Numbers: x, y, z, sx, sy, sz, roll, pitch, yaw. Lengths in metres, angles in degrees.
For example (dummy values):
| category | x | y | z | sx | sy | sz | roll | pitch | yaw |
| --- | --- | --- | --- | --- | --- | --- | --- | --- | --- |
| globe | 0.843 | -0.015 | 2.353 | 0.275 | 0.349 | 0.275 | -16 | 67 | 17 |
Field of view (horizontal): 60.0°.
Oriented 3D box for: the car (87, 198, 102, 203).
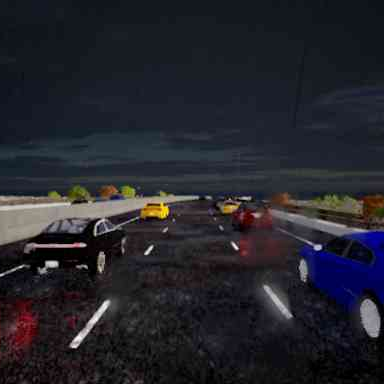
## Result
| category | x | y | z | sx | sy | sz | roll | pitch | yaw |
| --- | --- | --- | --- | --- | --- | --- | --- | --- | --- |
| car | -16.458 | 1.798 | 59.523 | 2.033 | 1.411 | 5.357 | 0 | 0 | 3 |

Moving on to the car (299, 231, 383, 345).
| category | x | y | z | sx | sy | sz | roll | pitch | yaw |
| --- | --- | --- | --- | --- | --- | --- | --- | --- | --- |
| car | 3.624 | 1.500 | 6.442 | 1.882 | 1.535 | 5.008 | 0 | -1 | 0 |

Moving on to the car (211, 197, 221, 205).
| category | x | y | z | sx | sy | sz | roll | pitch | yaw |
| --- | --- | --- | --- | --- | --- | --- | --- | --- | --- |
| car | 4.856 | 1.810 | 66.887 | 1.837 | 1.490 | 4.892 | 0 | 0 | 2 |

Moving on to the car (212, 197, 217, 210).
| category | x | y | z | sx | sy | sz | roll | pitch | yaw |
| --- | --- | --- | --- | --- | --- | --- | --- | --- | --- |
| car | 4.127 | 1.598 | 45.055 | 2.033 | 1.649 | 4.856 | 0 | 0 | 2 |

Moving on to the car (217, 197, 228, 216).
| category | x | y | z | sx | sy | sz | roll | pitch | yaw |
| --- | --- | --- | --- | --- | --- | --- | --- | --- | --- |
| car | 3.870 | 1.572 | 34.324 | 1.801 | 1.575 | 5.366 | 0 | 0 | 1 |

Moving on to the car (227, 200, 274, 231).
| category | x | y | z | sx | sy | sz | roll | pitch | yaw |
| --- | --- | --- | --- | --- | --- | --- | --- | --- | --- |
| car | 3.762 | 1.423 | 21.392 | 2.097 | 1.767 | 4.553 | 0 | 0 | 0 |

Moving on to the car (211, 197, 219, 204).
| category | x | y | z | sx | sy | sz | roll | pitch | yaw |
| --- | --- | --- | --- | --- | --- | --- | --- | --- | --- |
| car | 5.325 | 1.861 | 77.799 | 1.882 | 1.535 | 5.008 | 0 | 0 | 3 |

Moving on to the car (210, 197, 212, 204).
| category | x | y | z | sx | sy | sz | roll | pitch | yaw |
| --- | --- | --- | --- | --- | --- | --- | --- | --- | --- |
| car | 4.458 | 1.737 | 56.001 | 2.163 | 1.488 | 4.792 | 0 | 0 | 2 |

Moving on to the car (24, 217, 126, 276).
| category | x | y | z | sx | sy | sz | roll | pitch | yaw |
| --- | --- | --- | --- | --- | --- | --- | --- | --- | --- |
| car | -3.353 | 1.525 | 10.414 | 2.128 | 1.511 | 4.902 | 0 | 0 | 0 |

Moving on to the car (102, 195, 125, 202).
| category | x | y | z | sx | sy | sz | roll | pitch | yaw |
| --- | --- | --- | --- | --- | --- | --- | --- | --- | --- |
| car | -13.053 | 1.457 | 57.150 | 2.150 | 2.045 | 5.566 | 0 | 0 | 2 |

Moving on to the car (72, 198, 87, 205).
| category | x | y | z | sx | sy | sz | roll | pitch | yaw |
| --- | --- | --- | --- | --- | --- | --- | --- | --- | --- |
| car | -19.957 | 1.813 | 59.659 | 1.994 | 1.385 | 4.181 | 0 | 0 | 3 |

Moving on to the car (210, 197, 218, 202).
| category | x | y | z | sx | sy | sz | roll | pitch | yaw |
| --- | --- | --- | --- | --- | --- | --- | --- | --- | --- |
| car | 5.864 | 1.972 | 88.739 | 2.163 | 1.488 | 4.792 | 0 | 0 | 3 |

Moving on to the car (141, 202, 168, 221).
| category | x | y | z | sx | sy | sz | roll | pitch | yaw |
| --- | --- | --- | --- | --- | --- | --- | --- | --- | --- |
| car | -3.129 | 1.571 | 28.721 | 1.882 | 1.535 | 5.008 | 0 | 0 | 1 |
